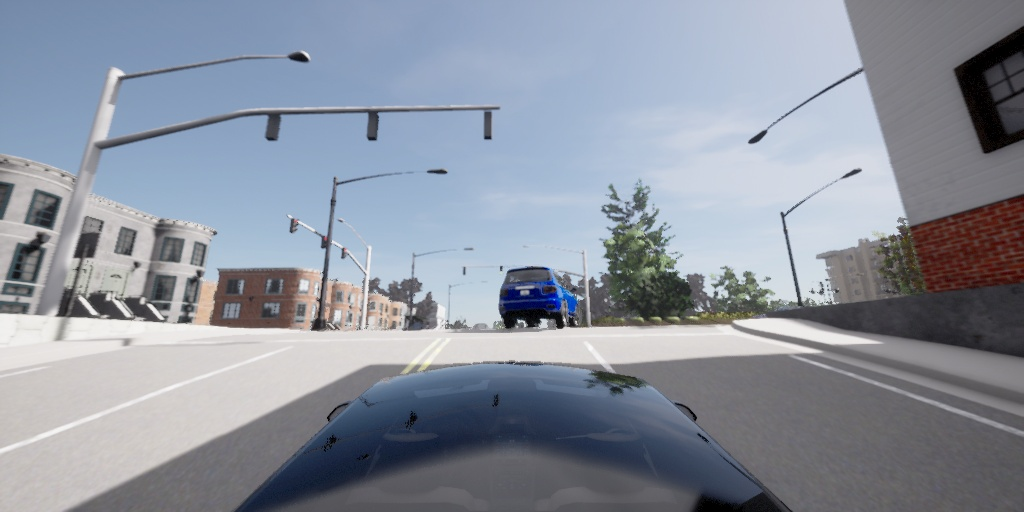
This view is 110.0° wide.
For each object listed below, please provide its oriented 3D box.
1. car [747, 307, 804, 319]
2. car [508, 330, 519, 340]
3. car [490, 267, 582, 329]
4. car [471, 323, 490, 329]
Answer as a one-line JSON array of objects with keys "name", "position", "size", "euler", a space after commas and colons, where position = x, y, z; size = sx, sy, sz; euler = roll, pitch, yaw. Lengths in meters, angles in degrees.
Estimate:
[{"name": "car", "position": [17.655, 4.005, 23.079], "size": [4.674, 1.442, 1.812], "euler": [-1, -14, 0]}, {"name": "car", "position": [0.274, 14.008, 63.532], "size": [1.882, 1.535, 5.008], "euler": [-1, -14, 0]}, {"name": "car", "position": [1.250, 1.784, 14.046], "size": [2.150, 2.045, 5.566], "euler": [-6, -13, 17]}, {"name": "car", "position": [-3.452, 8.222, 39.947], "size": [2.097, 1.767, 4.553], "euler": [-1, -14, 0]}]
